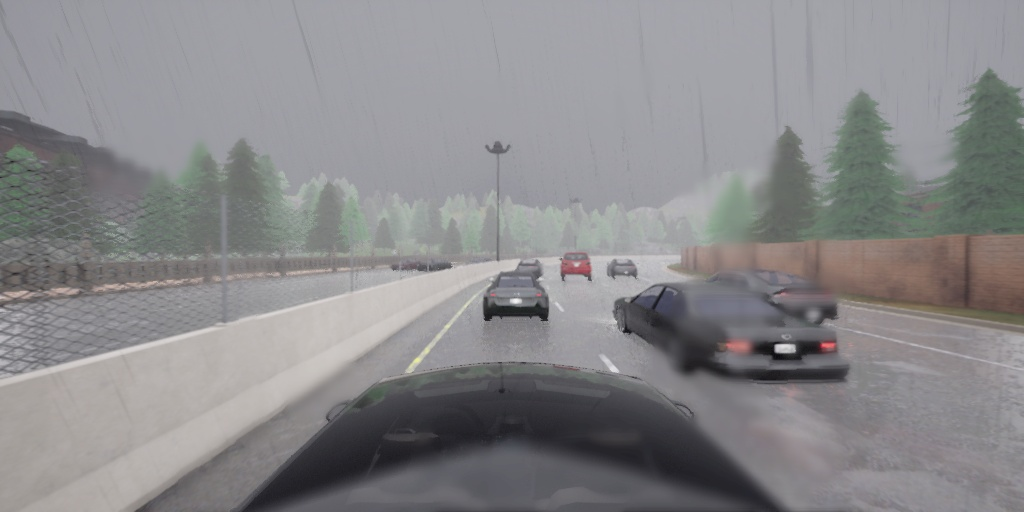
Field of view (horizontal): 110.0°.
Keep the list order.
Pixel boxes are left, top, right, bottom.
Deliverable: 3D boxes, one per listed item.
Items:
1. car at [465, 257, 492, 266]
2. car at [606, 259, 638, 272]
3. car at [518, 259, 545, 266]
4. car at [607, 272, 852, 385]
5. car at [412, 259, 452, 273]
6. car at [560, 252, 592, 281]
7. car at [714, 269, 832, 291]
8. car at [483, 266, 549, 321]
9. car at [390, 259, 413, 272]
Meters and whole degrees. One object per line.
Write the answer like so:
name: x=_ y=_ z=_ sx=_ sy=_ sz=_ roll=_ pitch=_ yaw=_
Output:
car: x=-3.558 y=0.854 z=38.929 sx=2.128 sy=1.511 sz=4.902 roll=0 pitch=0 yaw=16
car: x=8.522 y=0.967 z=27.953 sx=2.128 sy=1.511 sz=4.902 roll=0 pitch=1 yaw=9
car: x=1.447 y=0.967 z=27.965 sx=2.128 sy=1.511 sz=4.902 roll=0 pitch=1 yaw=9
car: x=3.602 y=1.240 z=7.231 sx=2.033 sy=1.411 sz=5.357 roll=0 pitch=1 yaw=0
car: x=-7.843 y=0.989 z=36.342 sx=1.895 sy=1.301 sz=4.718 roll=0 pitch=1 yaw=13
car: x=4.815 y=0.706 z=27.135 sx=2.150 sy=2.045 sz=5.566 roll=0 pitch=1 yaw=9
car: x=7.119 y=1.146 z=10.866 sx=2.128 sy=1.511 sz=4.902 roll=0 pitch=1 yaw=1
car: x=0.144 y=1.206 z=12.007 sx=1.994 sy=1.385 sz=4.181 roll=0 pitch=1 yaw=1
car: x=-10.989 y=0.970 z=38.228 sx=1.895 sy=1.301 sz=4.718 roll=0 pitch=1 yaw=14
